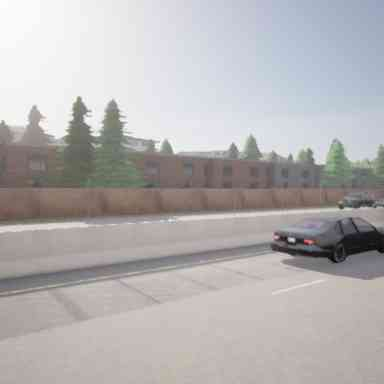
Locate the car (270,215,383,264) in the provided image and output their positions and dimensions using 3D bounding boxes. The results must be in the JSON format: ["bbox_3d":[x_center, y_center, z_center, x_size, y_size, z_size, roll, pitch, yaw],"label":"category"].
[{"bbox_3d":[5.107,1.510,11.688,5.357,1.411,2.033,0,0,-36],"label":"car"}]
